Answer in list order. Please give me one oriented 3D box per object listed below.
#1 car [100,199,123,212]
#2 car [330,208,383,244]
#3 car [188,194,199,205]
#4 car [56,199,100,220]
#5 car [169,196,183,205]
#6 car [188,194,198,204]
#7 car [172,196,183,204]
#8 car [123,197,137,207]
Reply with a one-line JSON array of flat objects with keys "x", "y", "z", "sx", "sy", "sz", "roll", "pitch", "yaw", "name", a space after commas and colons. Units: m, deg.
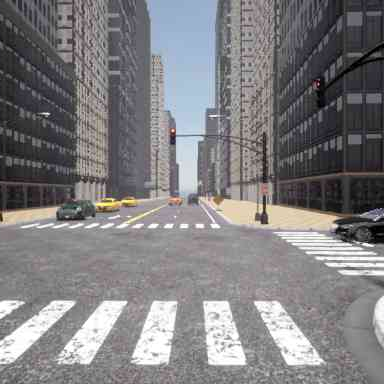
[{"x": -9.751, "y": 1.518, "z": 38.690, "sx": 1.882, "sy": 1.535, "sz": 5.008, "roll": 0, "pitch": 0, "yaw": 0, "name": "car"}, {"x": 8.972, "y": 1.504, "z": 15.274, "sx": 4.902, "sy": 1.511, "sz": 2.128, "roll": 0, "pitch": 0, "yaw": 2, "name": "car"}, {"x": 0.255, "y": 1.606, "z": 60.232, "sx": 1.837, "sy": 1.490, "sz": 4.892, "roll": 0, "pitch": 0, "yaw": 0, "name": "car"}, {"x": -9.777, "y": 1.374, "z": 28.310, "sx": 2.097, "sy": 1.767, "sz": 4.553, "roll": 0, "pitch": 0, "yaw": 0, "name": "car"}, {"x": -2.994, "y": 1.452, "z": 60.019, "sx": 2.097, "sy": 1.767, "sz": 4.553, "roll": 0, "pitch": 0, "yaw": 0, "name": "car"}, {"x": 0.254, "y": 1.361, "z": 70.439, "sx": 2.150, "sy": 2.045, "sz": 5.566, "roll": 0, "pitch": 0, "yaw": 0, "name": "car"}, {"x": -2.998, "y": 1.634, "z": 70.208, "sx": 2.128, "sy": 1.511, "sz": 4.902, "roll": 0, "pitch": 0, "yaw": 0, "name": "car"}, {"x": -9.704, "y": 1.551, "z": 51.527, "sx": 1.882, "sy": 1.535, "sz": 5.008, "roll": 0, "pitch": 0, "yaw": 0, "name": "car"}]
